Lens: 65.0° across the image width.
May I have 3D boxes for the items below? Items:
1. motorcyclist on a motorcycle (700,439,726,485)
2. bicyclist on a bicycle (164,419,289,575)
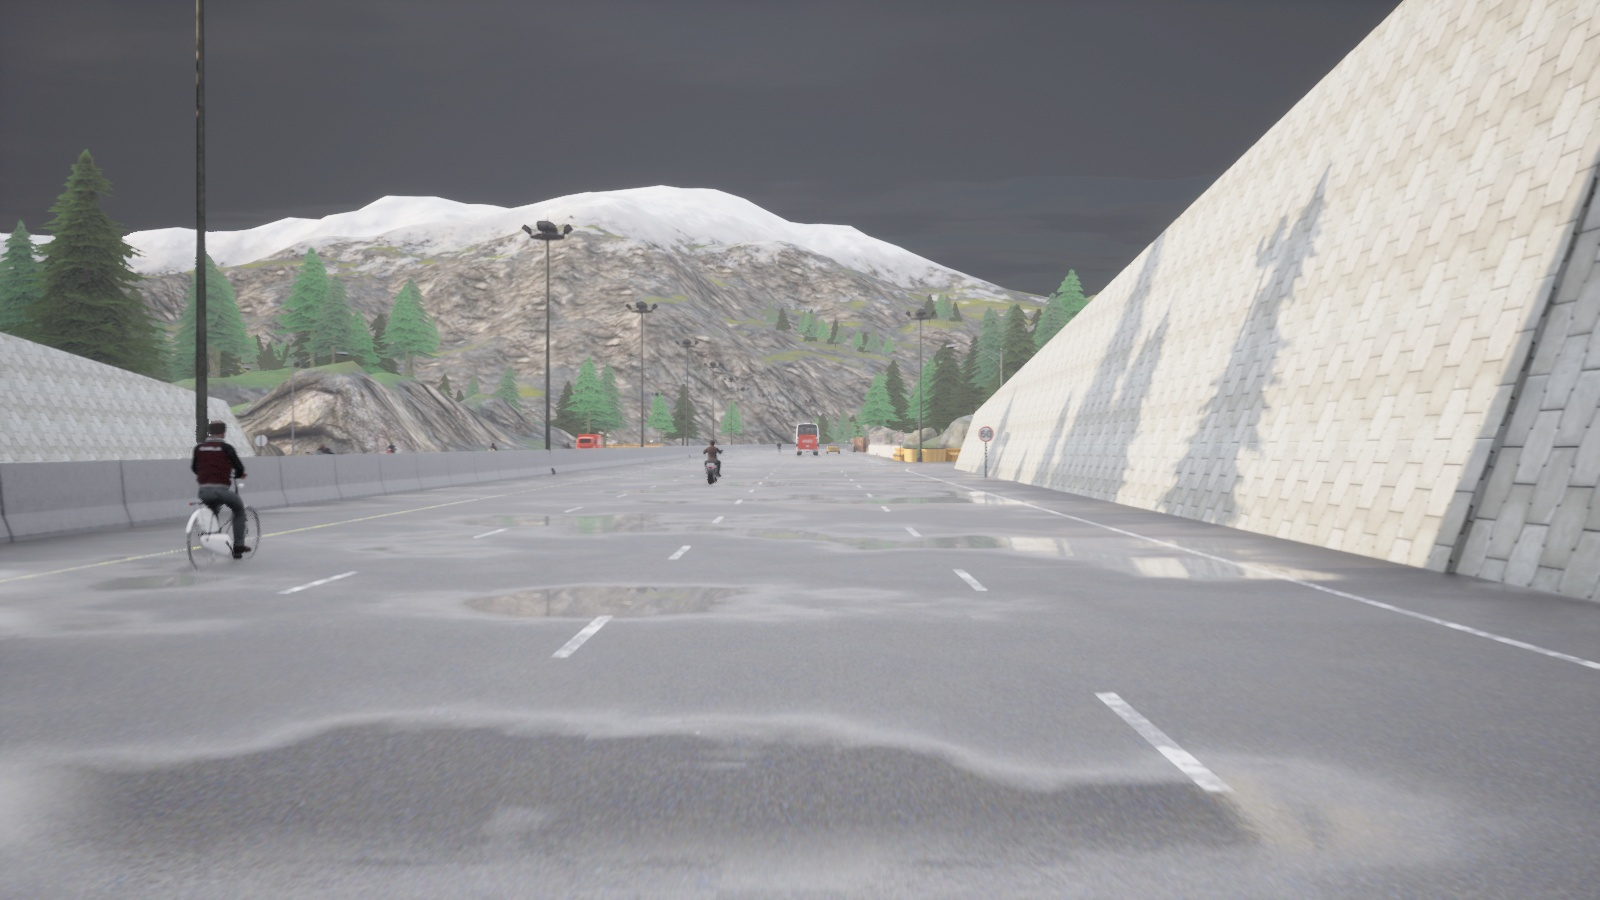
[{"bbox_3d":[-3.215,0.432,46.491,0.766,1.649,2.350,0,0,0],"label":"motorcyclist on a motorcycle"},{"bbox_3d":[-6.897,0.526,15.196,0.659,1.776,1.843,0,1,0],"label":"bicyclist on a bicycle"}]
